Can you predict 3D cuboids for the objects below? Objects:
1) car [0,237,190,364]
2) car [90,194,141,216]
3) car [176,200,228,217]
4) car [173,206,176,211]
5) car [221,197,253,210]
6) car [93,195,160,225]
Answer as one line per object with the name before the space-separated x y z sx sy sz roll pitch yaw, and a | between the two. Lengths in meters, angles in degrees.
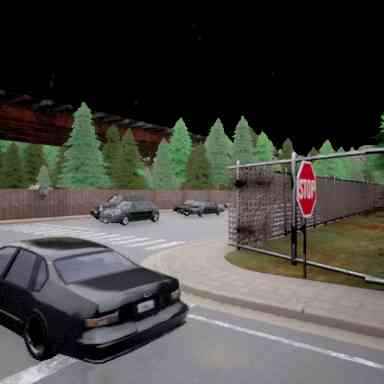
car | -2.561 1.550 5.940 5.357 1.411 2.033 0 0 39
car | -5.835 1.230 28.064 2.150 2.045 5.566 0 0 36
car | 1.137 1.554 31.673 2.033 1.411 5.357 0 0 36
car | 0.215 1.556 36.340 2.033 1.411 5.357 0 0 37
car | 6.047 1.500 44.300 2.128 1.511 4.902 0 0 36
car | -4.451 1.359 24.026 2.097 1.767 4.553 0 0 36
